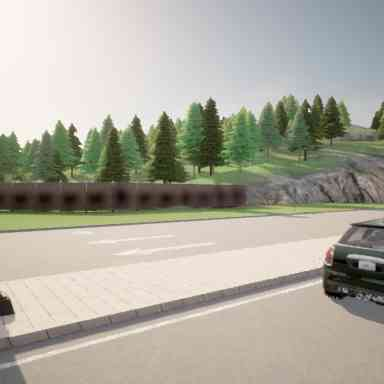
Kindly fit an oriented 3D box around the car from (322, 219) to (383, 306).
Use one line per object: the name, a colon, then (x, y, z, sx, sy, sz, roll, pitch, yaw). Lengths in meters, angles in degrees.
car: (4.896, 1.352, 7.242, 4.553, 1.767, 2.097, 0, 0, -35)
